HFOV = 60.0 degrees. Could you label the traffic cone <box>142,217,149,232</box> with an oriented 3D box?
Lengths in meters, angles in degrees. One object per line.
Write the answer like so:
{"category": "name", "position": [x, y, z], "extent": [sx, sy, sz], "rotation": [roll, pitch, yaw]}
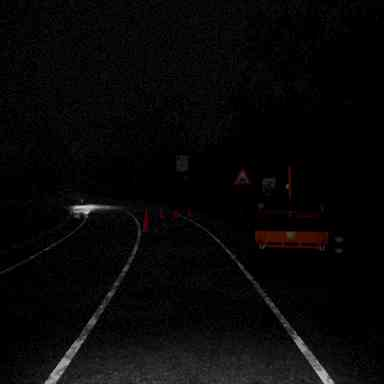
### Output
{"category": "traffic cone", "position": [-2.315, 1.652, 16.456], "extent": [0.340, 0.580, 0.340], "rotation": [-1, 2, -7]}

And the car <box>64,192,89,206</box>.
{"category": "car", "position": [-14.101, 0.804, 40.388], "extent": [2.128, 1.511, 4.902], "rotation": [-4, 3, -35]}

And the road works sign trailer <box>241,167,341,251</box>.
{"category": "road works sign trailer", "position": [2.903, 0.638, 9.864], "extent": [2.380, 2.880, 3.560], "rotation": [-1, 2, 17]}

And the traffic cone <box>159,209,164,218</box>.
{"category": "traffic cone", "position": [-2.074, 1.457, 22.520], "extent": [0.340, 0.580, 0.340], "rotation": [-1, 2, -6]}

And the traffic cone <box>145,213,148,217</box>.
{"category": "traffic cone", "position": [-2.565, 1.595, 18.438], "extent": [0.340, 0.580, 0.340], "rotation": [-1, 2, -7]}

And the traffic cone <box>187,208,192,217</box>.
{"category": "traffic cone", "position": [-0.152, 1.407, 22.840], "extent": [0.340, 0.580, 0.340], "rotation": [-1, 2, -2]}
